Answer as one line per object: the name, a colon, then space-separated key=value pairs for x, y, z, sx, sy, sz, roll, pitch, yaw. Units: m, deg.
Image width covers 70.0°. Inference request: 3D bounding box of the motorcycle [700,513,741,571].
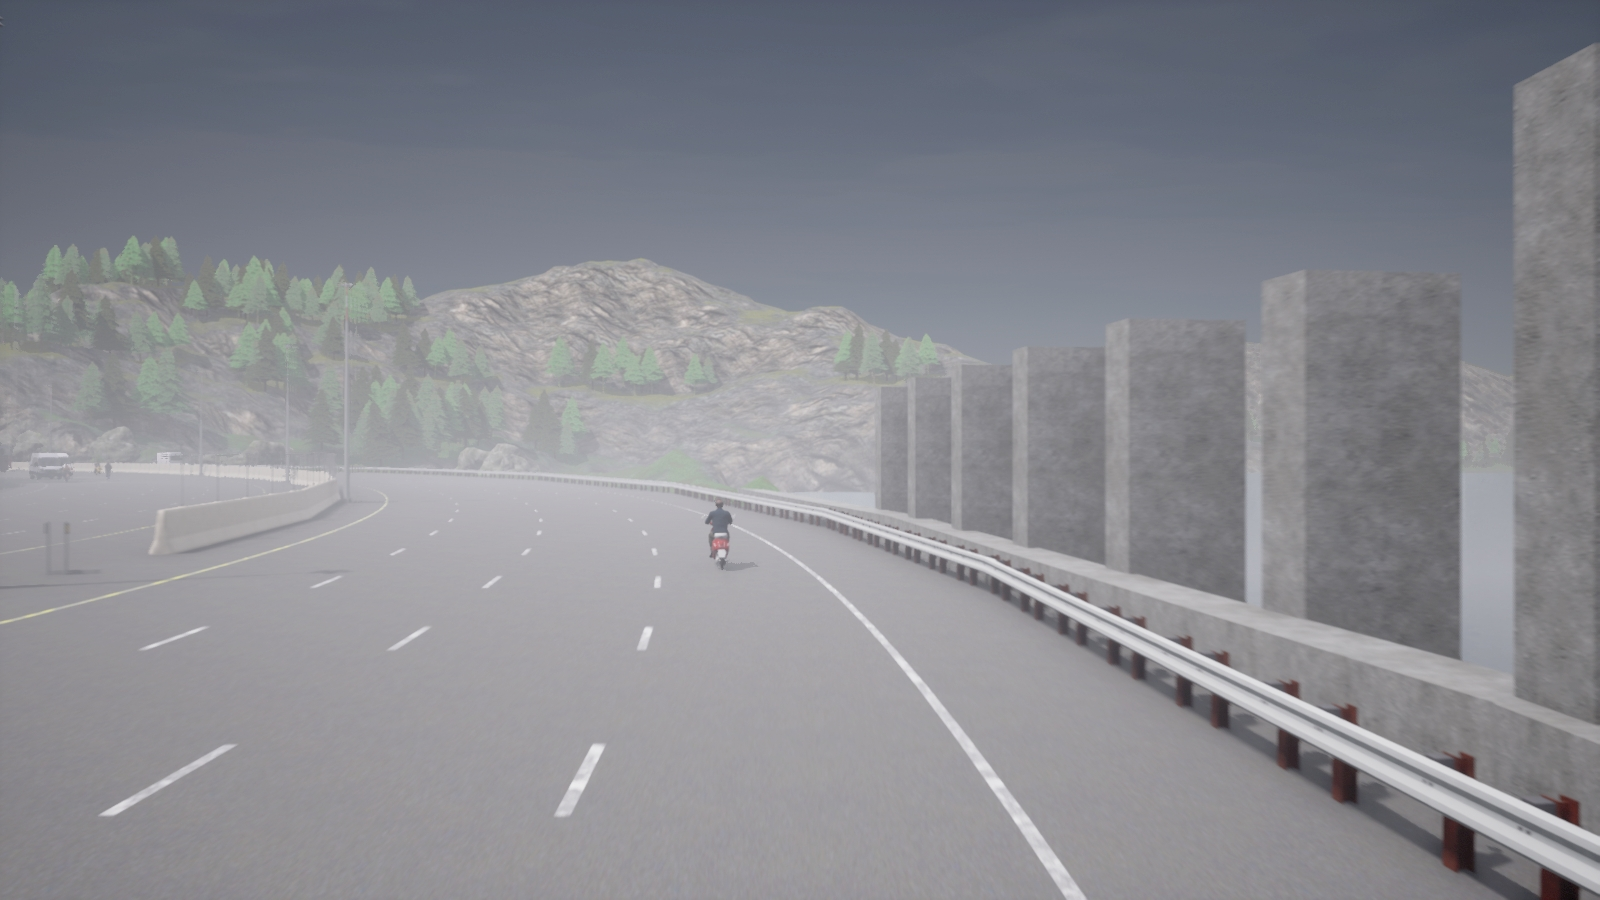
motorcycle: x=-1.937 y=2.188 z=27.556 sx=0.856 sy=1.236 sz=1.805 roll=-1 pitch=0 yaw=-7
